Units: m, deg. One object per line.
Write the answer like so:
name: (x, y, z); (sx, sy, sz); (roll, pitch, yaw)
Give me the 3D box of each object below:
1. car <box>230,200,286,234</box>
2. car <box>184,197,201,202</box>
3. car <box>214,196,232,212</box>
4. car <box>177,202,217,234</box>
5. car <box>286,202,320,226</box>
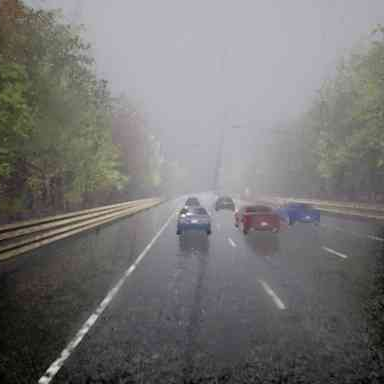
car: (3.598, 1.434, 19.090); (1.882, 1.535, 5.008); (0, 0, 0)
car: (0.098, 1.402, 42.652); (1.837, 1.490, 4.892); (0, 0, 0)
car: (3.597, 1.261, 37.913); (2.097, 1.767, 4.553); (0, 0, 0)
car: (0.098, 1.504, 18.898); (2.033, 1.411, 5.357); (0, 0, 0)
car: (7.099, 1.424, 22.869); (1.882, 1.535, 5.008); (0, 0, 0)
